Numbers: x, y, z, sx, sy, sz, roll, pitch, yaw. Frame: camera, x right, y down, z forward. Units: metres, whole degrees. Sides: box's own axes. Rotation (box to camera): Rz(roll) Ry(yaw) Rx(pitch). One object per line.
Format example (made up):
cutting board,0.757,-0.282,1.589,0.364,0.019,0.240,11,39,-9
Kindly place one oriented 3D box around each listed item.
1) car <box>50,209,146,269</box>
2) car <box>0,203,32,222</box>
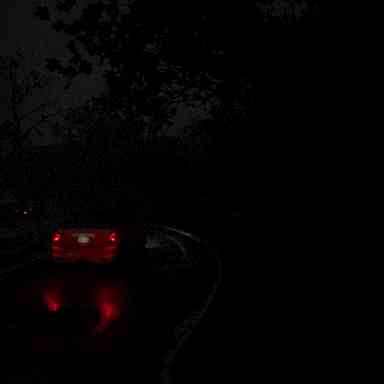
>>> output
car,-2.921,1.350,11.344,2.097,1.767,4.553,0,0,2
car,-14.838,1.561,26.339,4.181,1.385,1.994,0,0,17
